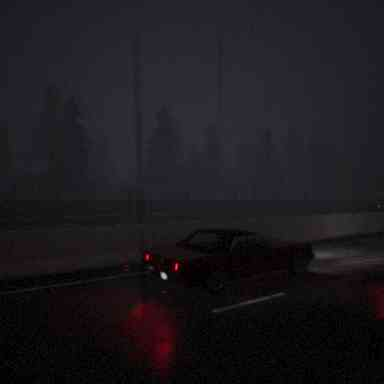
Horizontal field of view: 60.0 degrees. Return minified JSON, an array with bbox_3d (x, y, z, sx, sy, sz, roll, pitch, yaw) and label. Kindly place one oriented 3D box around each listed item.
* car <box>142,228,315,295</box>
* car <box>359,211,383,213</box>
[{"bbox_3d":[1.171,1.640,8.883,4.718,1.301,1.895,1,0,-35],"label":"car"},{"bbox_3d":[19.024,1.808,34.703,5.357,1.411,2.033,1,0,-35],"label":"car"}]
